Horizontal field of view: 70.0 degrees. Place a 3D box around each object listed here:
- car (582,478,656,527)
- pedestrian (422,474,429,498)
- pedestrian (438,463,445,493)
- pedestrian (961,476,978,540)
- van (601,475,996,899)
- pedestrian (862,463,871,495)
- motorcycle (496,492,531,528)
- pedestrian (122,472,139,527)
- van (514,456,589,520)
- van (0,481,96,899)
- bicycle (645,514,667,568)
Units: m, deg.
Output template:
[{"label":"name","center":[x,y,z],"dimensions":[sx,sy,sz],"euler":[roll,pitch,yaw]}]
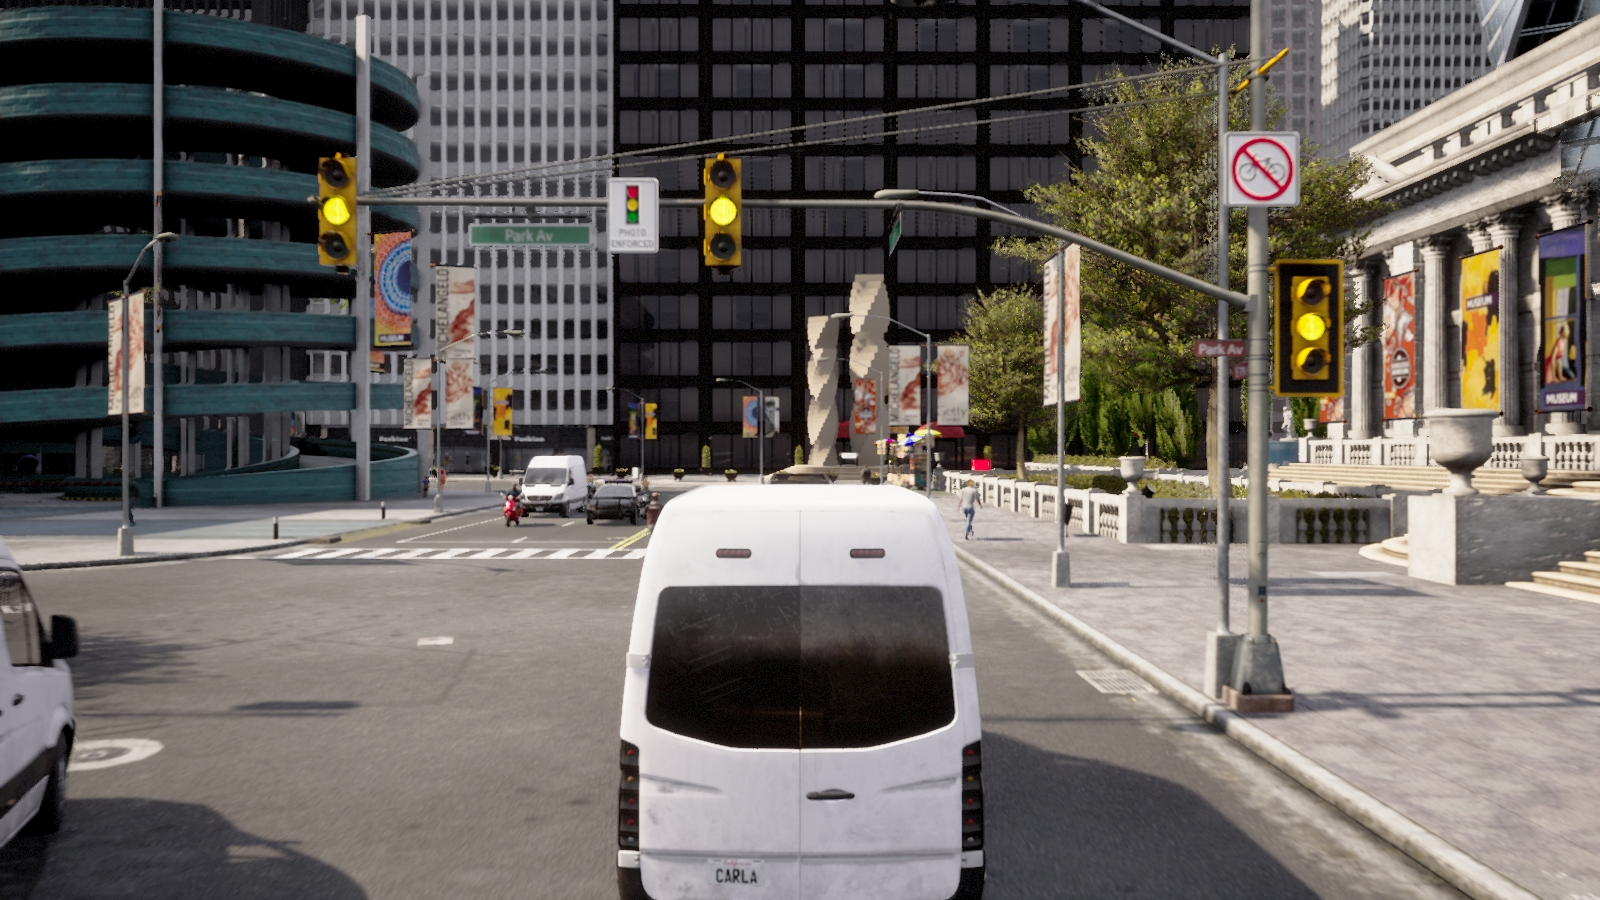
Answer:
[{"label":"car","center":[-6.941,1.981,44.393],"dimensions":[2.097,1.638,5.238],"euler":[0,0,-1]},{"label":"pedestrian","center":[-20.661,1.974,63.033],"dimensions":[0.375,1.300,0.375],"euler":[0,0,-16]},{"label":"pedestrian","center":[-21.751,1.694,69.328],"dimensions":[0.375,1.860,0.375],"euler":[0,0,-3]},{"label":"pedestrian","center":[4.976,1.697,33.612],"dimensions":[0.375,1.860,0.375],"euler":[0,0,32]},{"label":"van","center":[-0.008,1.534,8.712],"dimensions":[1.988,2.561,5.915],"euler":[0,0,0]},{"label":"pedestrian","center":[3.902,1.695,66.895],"dimensions":[0.375,1.860,0.375],"euler":[0,0,-20]},{"label":"motorcycle","center":[-10.522,2.180,42.025],"dimensions":[0.856,1.236,1.805],"euler":[0,0,0]},{"label":"pedestrian","center":[-22.862,1.694,39.021],"dimensions":[0.375,1.860,0.375],"euler":[0,0,4]},{"label":"van","center":[-10.580,1.533,49.069],"dimensions":[1.988,2.561,5.915],"euler":[0,0,-1]},{"label":"van","center":[-5.703,1.534,6.289],"dimensions":[1.988,2.561,5.915],"euler":[0,0,-20]},{"label":"bicycle","center":[-3.516,2.209,27.953],"dimensions":[0.329,1.171,1.835],"euler":[0,0,0]}]
